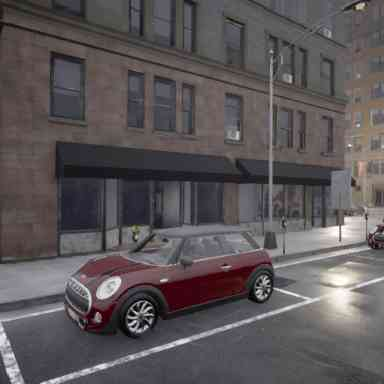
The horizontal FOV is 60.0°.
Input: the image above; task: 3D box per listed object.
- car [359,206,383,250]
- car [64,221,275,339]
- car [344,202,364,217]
[{"bbox_3d":[8.619,1.445,12.934,4.097,1.590,1.967,0,0,-36],"label":"car"},{"bbox_3d":[-0.314,1.441,6.538,4.097,1.590,1.967,0,0,-36],"label":"car"},{"bbox_3d":[12.333,1.253,29.665,2.097,1.767,4.553,1,0,-36],"label":"car"}]
